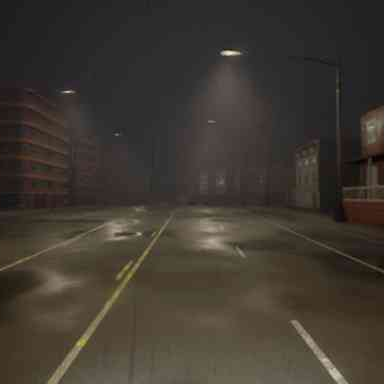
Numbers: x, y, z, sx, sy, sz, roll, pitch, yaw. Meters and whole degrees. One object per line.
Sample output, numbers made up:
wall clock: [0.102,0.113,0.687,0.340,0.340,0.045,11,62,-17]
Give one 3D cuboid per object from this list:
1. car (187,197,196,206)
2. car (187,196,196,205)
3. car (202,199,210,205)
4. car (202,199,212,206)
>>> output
car: [-0.081,2.359,72.836,1.994,1.385,4.181,0,-2,0]
car: [-0.092,2.166,81.978,2.150,2.045,5.566,0,-2,0]
car: [3.409,2.459,81.943,1.812,1.442,4.674,0,-2,0]
car: [3.419,2.400,72.894,1.895,1.301,4.718,0,-2,0]
